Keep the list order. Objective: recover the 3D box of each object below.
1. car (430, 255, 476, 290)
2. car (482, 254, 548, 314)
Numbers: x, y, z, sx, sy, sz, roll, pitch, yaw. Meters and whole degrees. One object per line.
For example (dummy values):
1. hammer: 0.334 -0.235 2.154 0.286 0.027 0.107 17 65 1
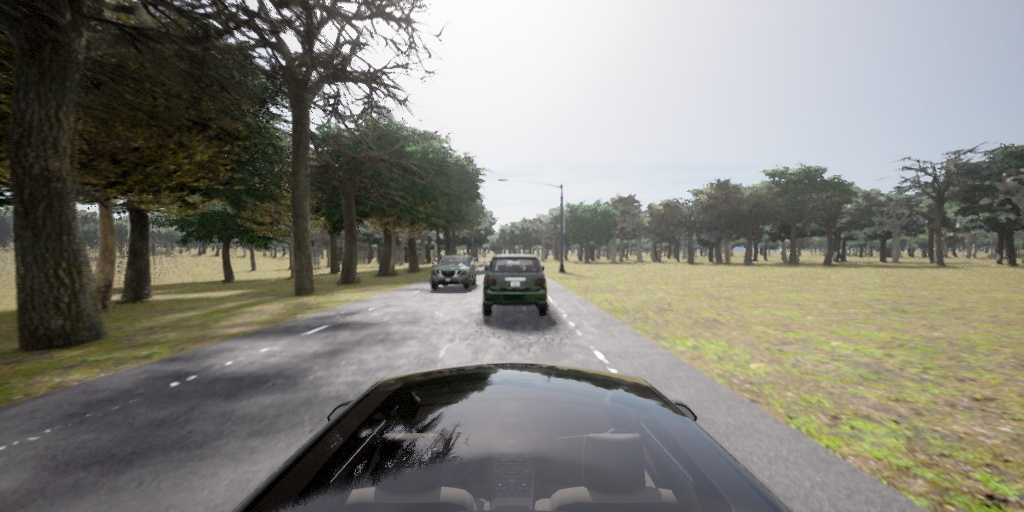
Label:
1. car: -3.489 0.945 22.311 2.150 2.045 5.566 0 0 0
2. car: 0.105 0.954 13.708 2.150 2.045 5.566 0 0 0
